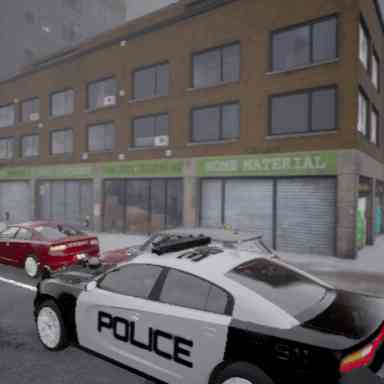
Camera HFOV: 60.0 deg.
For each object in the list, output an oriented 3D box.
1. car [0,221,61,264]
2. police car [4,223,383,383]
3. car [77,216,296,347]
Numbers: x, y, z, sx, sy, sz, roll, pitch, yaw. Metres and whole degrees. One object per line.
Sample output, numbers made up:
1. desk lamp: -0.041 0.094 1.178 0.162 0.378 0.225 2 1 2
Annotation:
1. car: -4.716 1.546 10.017 4.507 1.381 1.887 0 1 36
2. police car: -0.258 1.430 4.547 5.238 1.638 1.930 0 0 36
3. car: -0.241 1.446 6.810 4.097 1.590 1.967 0 1 36
